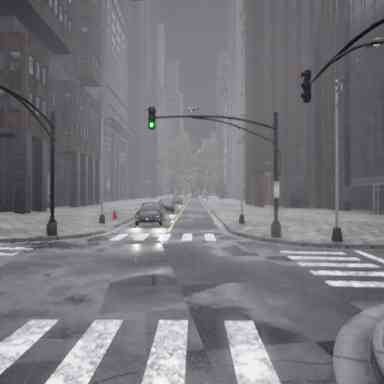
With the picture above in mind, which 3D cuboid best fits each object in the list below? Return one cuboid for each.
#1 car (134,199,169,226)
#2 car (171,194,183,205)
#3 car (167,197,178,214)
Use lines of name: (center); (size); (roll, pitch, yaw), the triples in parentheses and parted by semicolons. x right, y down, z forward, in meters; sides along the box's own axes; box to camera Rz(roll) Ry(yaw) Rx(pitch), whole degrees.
car: (-2.928, 1.516, 23.926); (1.837, 1.490, 4.892); (0, 0, -1)
car: (-2.559, 1.554, 58.619); (2.033, 1.411, 5.357); (0, 0, 1)
car: (-2.826, 1.489, 36.045); (1.882, 1.535, 5.008); (0, 0, 0)
